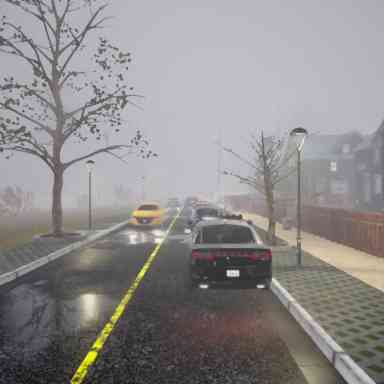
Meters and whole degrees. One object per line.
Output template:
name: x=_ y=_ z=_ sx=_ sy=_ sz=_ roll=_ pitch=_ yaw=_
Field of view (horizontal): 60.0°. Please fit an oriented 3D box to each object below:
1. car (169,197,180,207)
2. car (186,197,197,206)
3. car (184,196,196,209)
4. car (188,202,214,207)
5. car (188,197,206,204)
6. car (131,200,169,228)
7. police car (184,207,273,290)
car: x=-2.780 y=1.545 z=50.213 sx=1.812 sy=1.442 sz=4.674 roll=0 pitch=0 yaw=0
car: x=-0.034 y=1.552 z=56.959 sx=1.812 sy=1.442 sz=4.674 roll=0 pitch=0 yaw=0
car: x=-0.008 y=1.368 z=45.868 sx=2.097 sy=1.767 sz=4.553 roll=0 pitch=0 yaw=0
car: x=0.814 y=1.528 z=19.130 sx=1.812 sy=1.442 sz=4.674 roll=0 pitch=0 yaw=0
car: x=0.810 y=1.459 z=25.320 sx=1.801 sy=1.575 sz=5.366 roll=0 pitch=0 yaw=0
car: x=-2.865 y=1.480 z=22.672 sx=1.882 sy=1.535 sz=5.008 roll=0 pitch=0 yaw=0
police car: x=0.820 y=1.425 z=9.240 sx=1.930 sy=1.638 sz=5.238 roll=0 pitch=0 yaw=0
